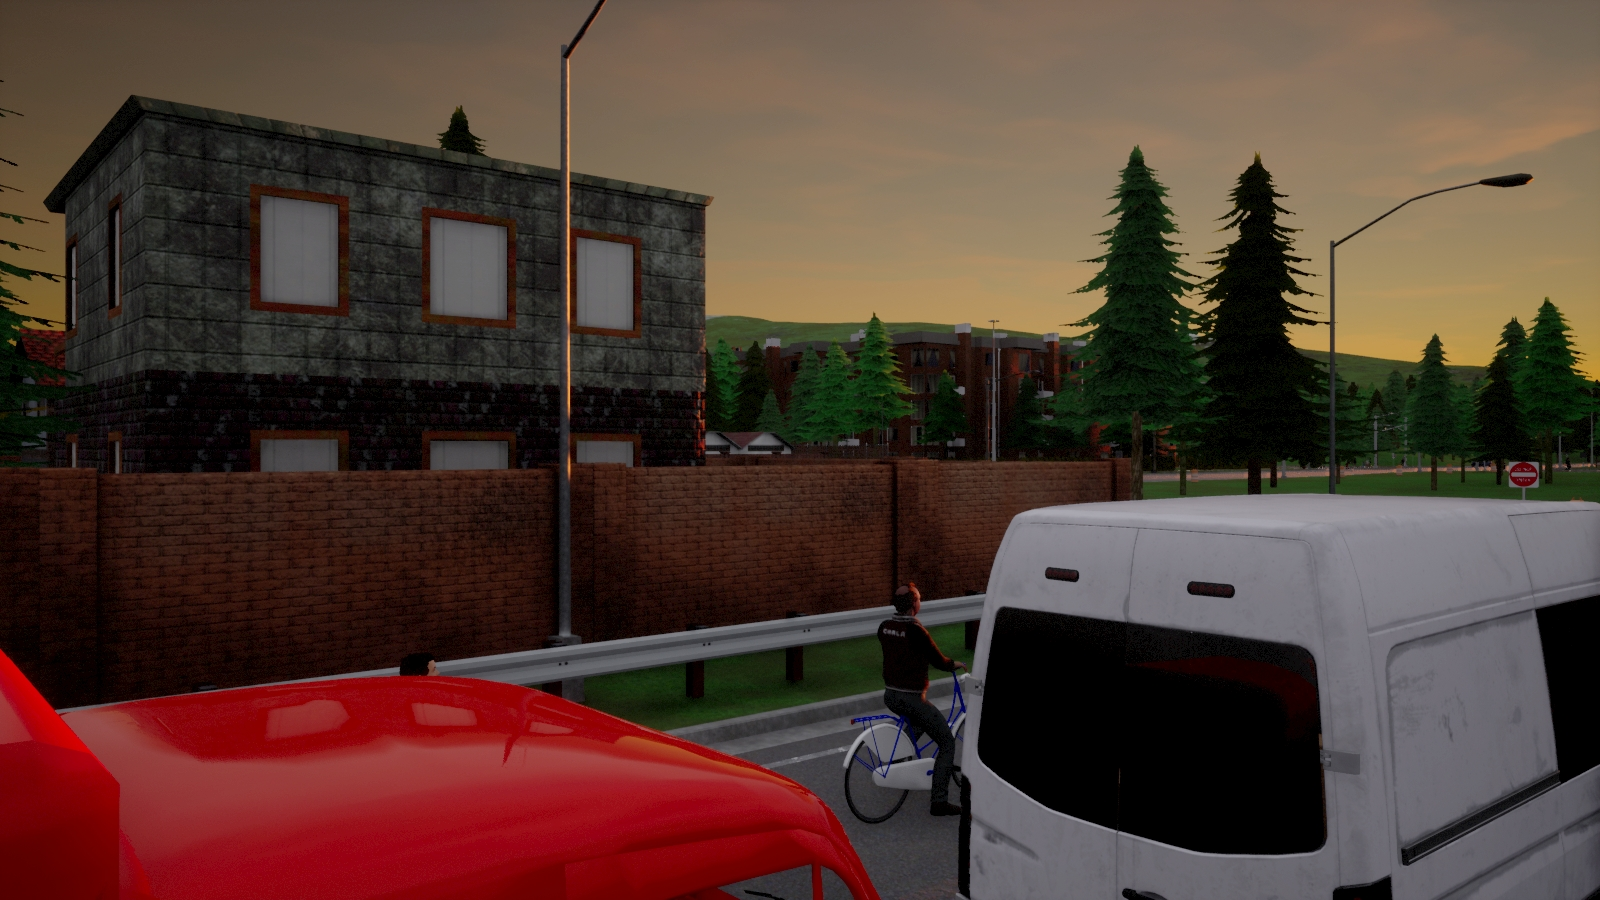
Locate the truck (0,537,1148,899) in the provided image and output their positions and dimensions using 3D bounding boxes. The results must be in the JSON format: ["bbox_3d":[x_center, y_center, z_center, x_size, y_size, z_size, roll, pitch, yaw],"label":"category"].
[{"bbox_3d":[-2.109,1.568,1.686,5.204,2.467,2.627,0,0,-40],"label":"truck"}]

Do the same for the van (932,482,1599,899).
[{"bbox_3d":[3.509,1.534,6.458,5.915,2.561,1.988,0,0,-40],"label":"van"}]

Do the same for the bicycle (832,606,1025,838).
[{"bbox_3d":[1.045,2.060,8.955,1.835,1.471,0.329,0,0,-40],"label":"bicycle"}]
